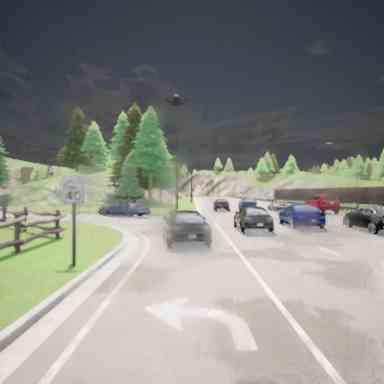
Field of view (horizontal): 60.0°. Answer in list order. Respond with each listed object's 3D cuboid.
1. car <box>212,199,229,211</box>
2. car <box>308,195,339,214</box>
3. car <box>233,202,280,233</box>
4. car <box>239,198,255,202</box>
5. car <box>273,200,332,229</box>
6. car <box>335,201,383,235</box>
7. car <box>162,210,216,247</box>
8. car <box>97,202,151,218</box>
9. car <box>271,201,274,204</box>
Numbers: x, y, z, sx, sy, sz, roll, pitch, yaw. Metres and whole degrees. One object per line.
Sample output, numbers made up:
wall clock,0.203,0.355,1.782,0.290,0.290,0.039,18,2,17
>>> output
car,3.613,1.598,41.934,1.837,1.490,4.892,0,0,0
car,14.112,1.301,36.231,2.150,2.045,5.566,0,0,0
car,3.607,1.570,19.889,1.812,1.442,4.674,0,0,0
car,7.113,1.572,42.731,1.882,1.535,5.008,0,0,0
car,7.107,1.526,21.922,1.882,1.535,5.008,0,0,0
car,10.606,1.534,19.333,2.128,1.511,4.902,0,0,0
car,-0.317,1.560,15.079,1.812,1.442,4.674,0,0,-8
car,-6.417,1.617,31.250,5.357,1.411,2.033,0,0,30
car,10.613,1.690,40.632,1.895,1.301,4.718,0,0,0
